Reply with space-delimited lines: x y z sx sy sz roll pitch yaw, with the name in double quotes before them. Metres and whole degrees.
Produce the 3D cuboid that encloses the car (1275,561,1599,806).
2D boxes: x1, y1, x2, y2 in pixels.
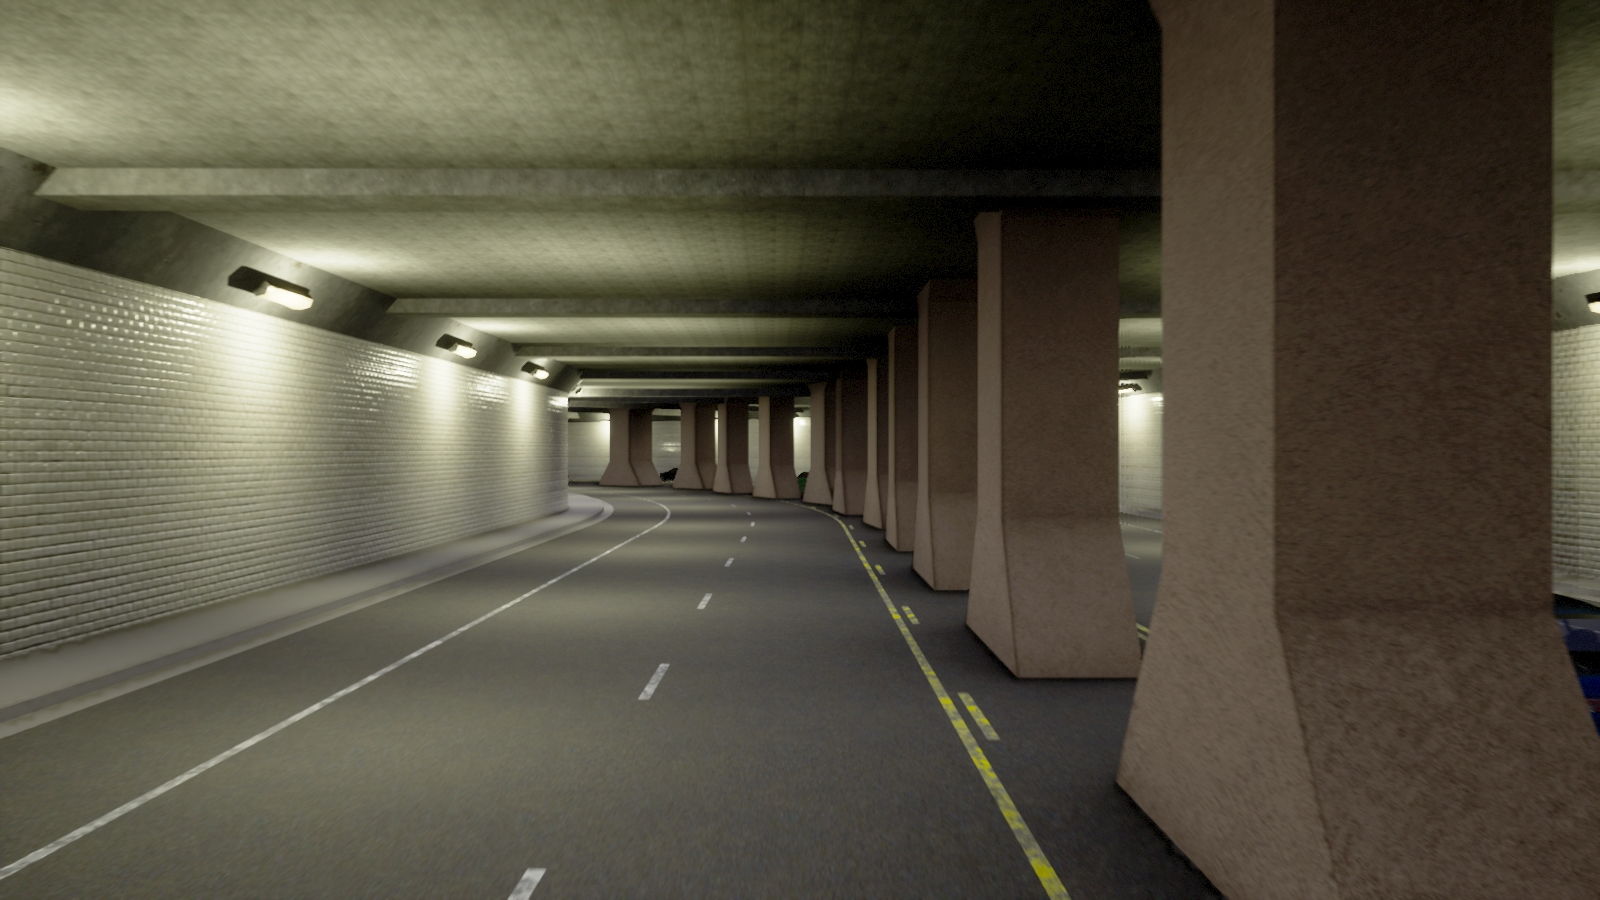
"car" 6.996 2.106 11.693 2.033 1.411 5.357 0 0 0
